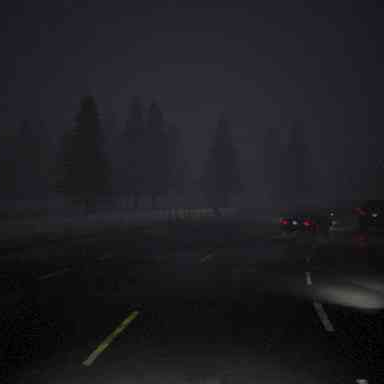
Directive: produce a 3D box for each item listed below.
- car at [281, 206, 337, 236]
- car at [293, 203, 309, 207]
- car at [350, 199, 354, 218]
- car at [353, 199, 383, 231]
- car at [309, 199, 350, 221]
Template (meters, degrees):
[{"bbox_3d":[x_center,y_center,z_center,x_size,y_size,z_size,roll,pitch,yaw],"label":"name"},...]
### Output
[{"bbox_3d":[7.264,1.842,20.832,2.033,1.411,5.357,0,-1,35],"label":"car"},{"bbox_3d":[11.818,2.006,35.539,4.892,1.490,1.837,1,-1,-37],"label":"car"},{"bbox_3d":[17.318,1.677,30.580,5.566,2.045,2.150,1,-1,-36],"label":"car"},{"bbox_3d":[13.014,1.558,22.410,2.150,2.045,5.566,-1,-1,42],"label":"car"},{"bbox_3d":[14.637,1.704,33.314,5.566,2.045,2.150,1,-1,-35],"label":"car"}]
